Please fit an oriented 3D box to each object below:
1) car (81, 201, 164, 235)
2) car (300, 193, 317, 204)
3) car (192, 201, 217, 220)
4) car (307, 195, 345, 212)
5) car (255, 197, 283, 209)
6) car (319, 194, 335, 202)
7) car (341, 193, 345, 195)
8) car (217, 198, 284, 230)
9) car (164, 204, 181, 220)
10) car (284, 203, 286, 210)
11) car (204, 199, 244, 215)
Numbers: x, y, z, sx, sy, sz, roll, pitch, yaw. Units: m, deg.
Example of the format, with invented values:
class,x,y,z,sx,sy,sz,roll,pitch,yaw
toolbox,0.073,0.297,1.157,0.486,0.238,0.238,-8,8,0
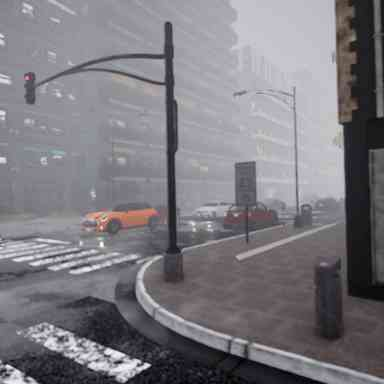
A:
class,x,y,z,sx,sy,sz,roll,pitch,yaw
car,-4.047,1.362,19.035,2.097,1.767,4.553,-2,-1,36
car,19.981,1.046,56.435,2.192,1.841,5.009,-1,0,36
car,1.866,1.455,27.144,1.812,1.442,4.674,-2,-1,36
car,13.426,1.253,33.183,1.947,1.339,4.313,-1,0,36
car,9.986,1.426,42.694,1.947,1.339,4.313,-1,0,36
car,26.652,1.198,65.593,2.008,1.369,4.403,-1,0,36
car,20.091,1.144,42.343,1.887,1.381,4.507,-1,0,36
car,3.516,1.258,19.381,1.967,1.590,4.097,-1,0,36
car,-2.699,1.576,25.419,1.887,1.381,4.507,-1,0,36
car,8.714,1.402,36.539,1.994,1.385,4.181,-2,-1,36
car,3.319,1.500,33.534,2.008,1.369,4.403,-1,0,36
